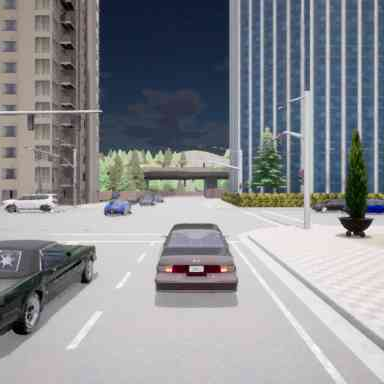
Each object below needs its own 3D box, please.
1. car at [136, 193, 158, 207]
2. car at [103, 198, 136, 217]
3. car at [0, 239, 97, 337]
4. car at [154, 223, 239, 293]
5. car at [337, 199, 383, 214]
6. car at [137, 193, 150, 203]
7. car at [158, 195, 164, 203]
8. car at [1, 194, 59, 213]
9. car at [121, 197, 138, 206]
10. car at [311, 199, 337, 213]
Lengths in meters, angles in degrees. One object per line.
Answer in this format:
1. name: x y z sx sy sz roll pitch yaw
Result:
1. car: -6.986 1.352 52.292 2.097 1.767 4.553 0 0 0
2. car: -7.037 1.477 31.825 1.882 1.535 5.008 0 0 0
3. car: -3.425 1.601 6.659 1.895 1.301 4.718 0 0 1
4. car: 0.093 1.547 8.998 2.033 1.411 5.357 0 0 0
5. car: 17.616 1.477 33.076 5.008 1.535 1.882 0 0 0
6. car: -10.356 1.225 71.423 2.150 2.045 5.566 0 0 0
7. car: -6.884 1.352 67.515 2.097 1.767 4.553 0 0 1
8. car: -17.492 1.222 36.185 5.566 2.045 2.150 0 2 -16
9. car: -10.472 1.600 56.027 1.895 1.301 4.718 0 0 0
10. car: 15.665 1.505 36.560 4.892 1.490 1.837 0 0 0
